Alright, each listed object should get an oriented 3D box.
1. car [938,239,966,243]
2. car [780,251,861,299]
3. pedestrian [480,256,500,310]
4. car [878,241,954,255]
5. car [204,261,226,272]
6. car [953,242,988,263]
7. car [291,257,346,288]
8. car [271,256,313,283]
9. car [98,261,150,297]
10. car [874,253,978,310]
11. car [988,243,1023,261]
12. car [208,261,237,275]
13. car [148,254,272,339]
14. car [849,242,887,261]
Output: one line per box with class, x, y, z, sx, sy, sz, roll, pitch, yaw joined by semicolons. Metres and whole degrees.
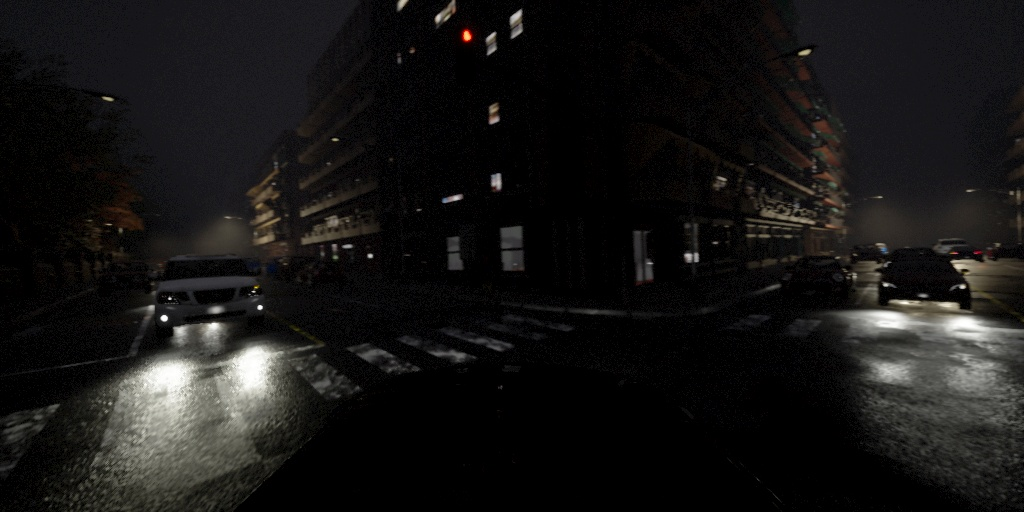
car;45.485;-0.757;37.178;5.566;2.045;2.150;-2;0;-43
car;12.066;0.718;14.068;4.097;1.591;1.967;0;0;-43
pedestrian;-0.769;0.798;11.782;0.375;1.860;0.375;-1;0;-43
car;19.864;0.344;17.757;4.553;1.767;2.097;-2;0;-43
car;-39.287;1.366;47.351;1.895;1.301;4.718;-3;2;-43
car;38.211;-0.171;30.358;4.674;1.442;1.812;-2;0;-43
car;-11.819;1.017;22.083;1.967;1.591;4.097;0;0;-43
car;-15.613;0.907;26.097;2.192;1.841;5.009;0;0;-43
car;-21.700;1.190;20.345;2.192;1.841;5.009;0;0;-43
car;13.297;0.772;11.704;4.674;1.442;1.812;-2;0;-43
car;42.599;-0.410;30.830;4.097;1.591;1.967;0;0;-43
car;-32.198;1.284;39.864;2.033;1.411;5.357;-3;2;-43
car;-9.085;0.968;10.711;2.150;2.045;5.566;-3;2;-43
car;32.782;-0.207;33.175;5.009;1.841;2.192;0;0;-43
